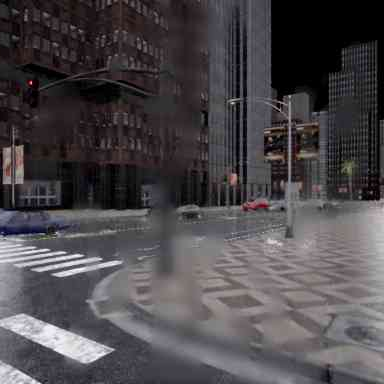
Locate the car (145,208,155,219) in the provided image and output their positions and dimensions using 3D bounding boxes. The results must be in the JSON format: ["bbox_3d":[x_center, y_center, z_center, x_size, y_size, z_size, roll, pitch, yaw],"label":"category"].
[{"bbox_3d":[-2.694,1.955,32.982,1.994,1.385,4.181,0,-1,35],"label":"car"}]

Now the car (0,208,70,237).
[{"bbox_3d":[-9.301,1.709,17.889,2.033,1.411,5.357,0,-1,35],"label":"car"}]

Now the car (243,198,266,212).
[{"bbox_3d":[9.808,1.936,50.689,2.150,2.045,5.566,0,-1,35],"label":"car"}]

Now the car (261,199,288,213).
[{"bbox_3d":[12.594,2.210,48.999,2.128,1.511,4.902,0,-1,35],"label":"car"}]

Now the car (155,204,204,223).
[{"bbox_3d":[-0.799,1.880,30.024,1.837,1.490,4.892,0,-1,35],"label":"car"}]

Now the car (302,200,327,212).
[{"bbox_3d":[19.305,2.372,52.742,2.033,1.411,5.357,0,-1,35],"label":"car"}]

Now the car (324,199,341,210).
[{"bbox_3d":[26.025,2.508,62.314,1.837,1.490,4.892,0,-1,35],"label":"car"}]
